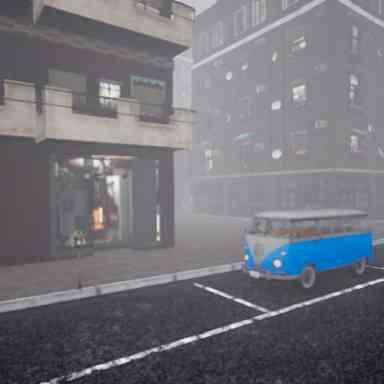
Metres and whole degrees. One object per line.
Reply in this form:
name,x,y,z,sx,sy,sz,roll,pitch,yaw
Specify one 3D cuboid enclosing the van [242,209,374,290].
van,3.142,1.364,8.832,3.998,1.788,1.690,0,-1,-36
